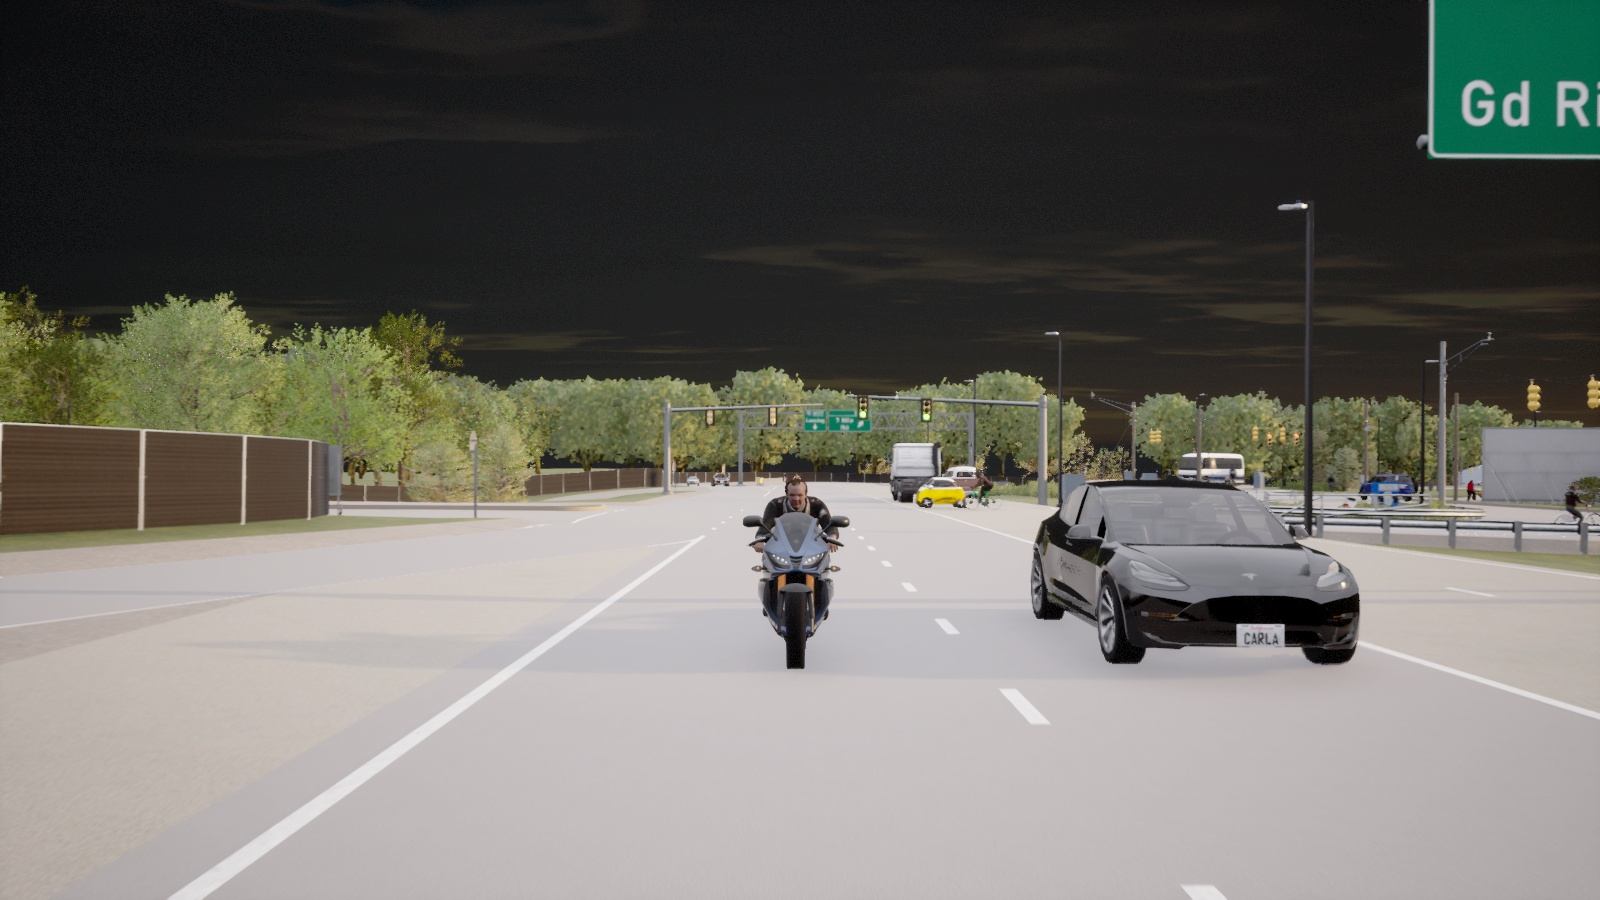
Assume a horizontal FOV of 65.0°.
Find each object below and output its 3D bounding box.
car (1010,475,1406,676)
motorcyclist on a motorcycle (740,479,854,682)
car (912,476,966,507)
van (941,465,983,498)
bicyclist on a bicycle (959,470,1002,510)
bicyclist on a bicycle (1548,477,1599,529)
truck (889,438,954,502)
[{"bbox_3d":[3.472,0.995,11.861,2.163,1.488,4.792,0,-1,0],"label":"car"},{"bbox_3d":[-0.025,1.026,10.729,0.866,1.530,2.191,0,-1,0],"label":"motorcyclist on a motorcycle"},{"bbox_3d":[6.201,1.860,56.141,2.207,1.376,1.481,0,-1,-1],"label":"car"},{"bbox_3d":[10.309,2.014,80.171,2.069,2.038,4.480,0,-1,0],"label":"van"},{"bbox_3d":[7.578,1.661,52.666,1.656,1.620,0.582,-1,-1,-1],"label":"bicyclist on a bicycle"},{"bbox_3d":[27.969,1.891,45.054,1.843,1.776,0.659,-3,0,-4],"label":"bicyclist on a bicycle"},{"bbox_3d":[6.827,1.156,71.426,2.891,3.462,7.936,0,-1,0],"label":"truck"}]
